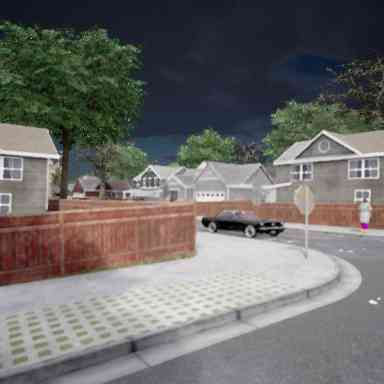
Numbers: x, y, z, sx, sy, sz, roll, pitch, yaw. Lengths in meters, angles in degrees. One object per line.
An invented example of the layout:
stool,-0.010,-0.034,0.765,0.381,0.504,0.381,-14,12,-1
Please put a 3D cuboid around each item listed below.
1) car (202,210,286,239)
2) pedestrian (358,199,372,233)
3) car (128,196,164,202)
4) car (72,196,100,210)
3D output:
car,2.616,1.633,17.647,1.895,1.301,4.718,2,-2,-35
pedestrian,9.420,1.286,18.167,0.375,1.860,0.375,1,-1,-35
car,-3.296,1.378,26.039,2.150,2.045,5.566,2,-2,-36
car,-12.265,1.533,38.153,2.150,2.045,5.566,2,-1,-37
